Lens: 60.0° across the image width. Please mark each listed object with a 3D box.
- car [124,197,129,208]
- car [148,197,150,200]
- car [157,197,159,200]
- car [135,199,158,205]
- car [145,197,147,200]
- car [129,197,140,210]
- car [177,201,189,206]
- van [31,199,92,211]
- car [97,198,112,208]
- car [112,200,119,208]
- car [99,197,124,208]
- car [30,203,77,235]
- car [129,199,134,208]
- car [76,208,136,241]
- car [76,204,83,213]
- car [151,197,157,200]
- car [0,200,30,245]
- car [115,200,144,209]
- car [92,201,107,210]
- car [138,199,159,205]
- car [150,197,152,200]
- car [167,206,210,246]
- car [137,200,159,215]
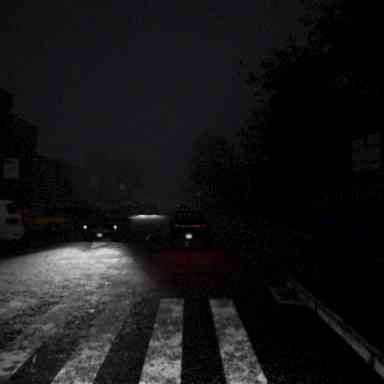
[{"bbox_3d":[-10.383,1.776,39.962,4.553,1.767,2.185,0,0,-22],"label":"car"},{"bbox_3d":[-11.133,2.105,63.955,4.553,1.767,2.185,0,-1,-22],"label":"car"},{"bbox_3d":[-11.491,2.504,82.025,5.366,1.575,1.946,0,-1,-22],"label":"car"},{"bbox_3d":[-11.592,2.551,85.025,5.366,1.575,1.946,0,-1,-22],"label":"car"},{"bbox_3d":[-10.830,1.850,54.986,5.566,2.045,2.435,0,-1,-22],"label":"car"},{"bbox_3d":[-10.562,1.728,45.974,5.566,2.045,2.435,0,-1,-22],"label":"car"},{"bbox_3d":[-1.295,2.120,49.545,1.812,1.442,4.674,0,-1,-2],"label":"car"},{"bbox_3d":[-10.080,1.496,24.900,4.442,1.987,1.878,0,0,-22],"label":"van"},{"bbox_3d":[-10.186,1.667,30.946,4.553,1.767,2.185,0,-1,-22],"label":"car"},{"bbox_3d":[-10.243,1.869,33.952,4.674,1.452,2.002,0,-1,-22],"label":"car"},{"bbox_3d":[-10.297,1.739,36.962,4.553,1.767,2.185,0,0,-22],"label":"car"},{"bbox_3d":[-9.609,1.647,19.010,5.366,1.575,1.946,0,-1,-22],"label":"car"},{"bbox_3d":[-10.476,1.970,42.972,4.792,1.488,2.163,0,-1,-22],"label":"car"},{"bbox_3d":[-4.472,1.786,18.106,1.895,1.301,4.718,0,-1,-2],"label":"car"},{"bbox_3d":[-9.883,1.726,21.944,4.674,1.452,2.002,0,-1,-22],"label":"car"},{"bbox_3d":[-11.572,2.462,78.957,4.892,1.521,2.231,0,-1,-22],"label":"car"},{"bbox_3d":[-9.606,1.328,12.918,5.566,2.045,2.435,0,0,-22],"label":"car"},{"bbox_3d":[-10.924,2.183,57.959,4.674,1.452,2.002,0,-1,-22],"label":"car"},{"bbox_3d":[-10.055,1.757,27.944,5.008,1.535,2.097,0,0,-22],"label":"car"},{"bbox_3d":[-12.251,2.683,93.892,5.366,1.575,1.946,0,0,-22],"label":"car"},{"bbox_3d":[-11.163,2.305,66.973,4.792,1.488,2.163,0,-1,-22],"label":"car"},{"bbox_3d":[-0.190,1.681,16.426,2.128,1.511,4.902,0,-1,-2],"label":"car"},{"bbox_3d":[-5.070,2.017,40.223,1.994,1.385,4.181,0,-1,-2],"label":"car"}]
